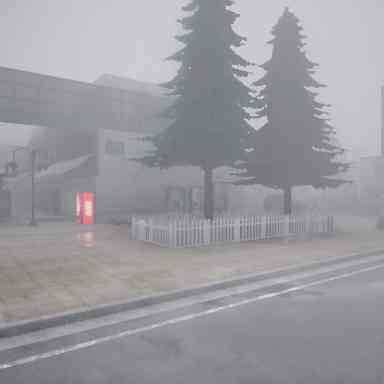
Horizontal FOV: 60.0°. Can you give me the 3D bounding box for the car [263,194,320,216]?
[{"bbox_3d":[9.172,1.206,31.157,2.150,2.045,5.566,0,0,-34],"label":"car"}]
